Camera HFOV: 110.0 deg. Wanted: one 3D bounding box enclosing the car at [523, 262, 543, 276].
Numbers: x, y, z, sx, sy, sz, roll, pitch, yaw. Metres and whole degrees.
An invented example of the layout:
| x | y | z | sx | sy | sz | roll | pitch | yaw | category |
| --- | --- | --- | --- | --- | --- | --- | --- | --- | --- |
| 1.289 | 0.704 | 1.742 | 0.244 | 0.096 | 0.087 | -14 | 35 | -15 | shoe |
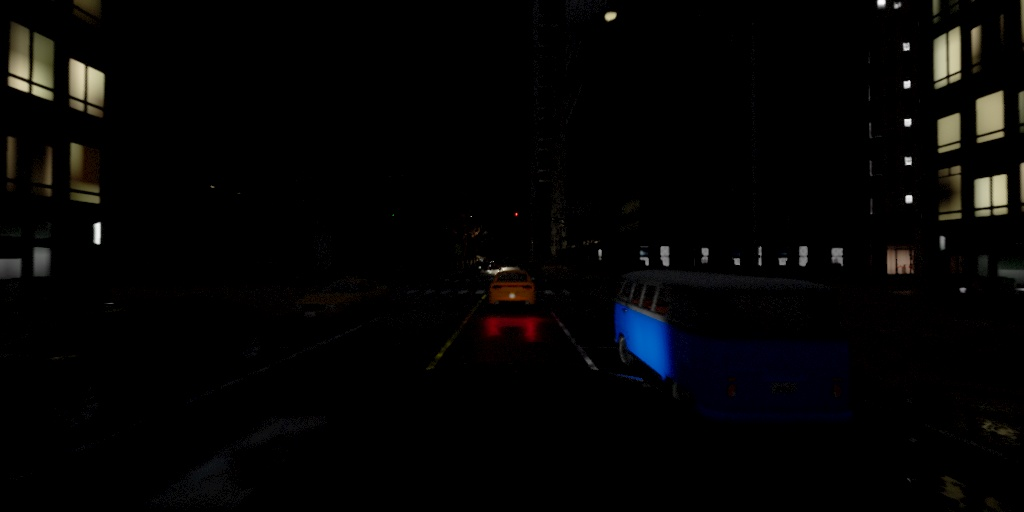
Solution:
| x | y | z | sx | sy | sz | roll | pitch | yaw | category |
| --- | --- | --- | --- | --- | --- | --- | --- | --- | --- |
| 2.678 | 1.635 | 43.629 | 1.967 | 1.591 | 4.097 | 0 | 0 | 0 | car |

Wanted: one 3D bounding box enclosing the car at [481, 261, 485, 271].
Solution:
| x | y | z | sx | sy | sz | roll | pitch | yaw | category |
| --- | --- | --- | --- | --- | --- | --- | --- | --- | --- |
| -5.707 | 1.865 | 54.986 | 2.007 | 1.370 | 4.403 | 0 | 0 | 0 | car |

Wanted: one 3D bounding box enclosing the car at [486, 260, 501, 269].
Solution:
| x | y | z | sx | sy | sz | roll | pitch | yaw | category |
| --- | --- | --- | --- | --- | --- | --- | --- | --- | --- |
| -3.058 | 1.772 | 65.032 | 2.097 | 1.767 | 4.553 | 0 | -1 | 1 | car |

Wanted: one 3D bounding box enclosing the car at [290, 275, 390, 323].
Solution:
| x | y | z | sx | sy | sz | roll | pitch | yaw | category |
| --- | --- | --- | --- | --- | --- | --- | --- | --- | --- |
| -5.822 | 1.394 | 12.735 | 1.751 | 1.417 | 4.829 | 0 | 0 | 0 | car |

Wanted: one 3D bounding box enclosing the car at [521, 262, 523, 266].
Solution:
| x | y | z | sx | sy | sz | roll | pitch | yaw | category |
| --- | --- | --- | --- | --- | --- | --- | --- | --- | --- |
| 2.676 | 1.821 | 49.309 | 1.948 | 1.339 | 4.313 | 0 | 0 | 0 | car |

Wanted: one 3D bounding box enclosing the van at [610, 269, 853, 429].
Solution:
| x | y | z | sx | sy | sz | roll | pitch | yaw | category |
| --- | --- | --- | --- | --- | --- | --- | --- | --- | --- |
| 2.772 | 1.131 | 5.505 | 1.690 | 1.789 | 3.998 | 0 | 0 | 0 | van |

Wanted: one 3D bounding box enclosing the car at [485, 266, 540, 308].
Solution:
| x | y | z | sx | sy | sz | roll | pitch | yaw | category |
| --- | --- | --- | --- | --- | --- | --- | --- | --- | --- |
| 0.026 | 1.380 | 16.049 | 1.882 | 1.535 | 5.008 | 0 | 0 | 0 | car |

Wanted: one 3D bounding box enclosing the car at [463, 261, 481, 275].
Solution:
| x | y | z | sx | sy | sz | roll | pitch | yaw | category |
| --- | --- | --- | --- | --- | --- | --- | --- | --- | --- |
| -5.705 | 1.800 | 49.303 | 1.888 | 1.381 | 4.507 | 0 | 0 | 0 | car |

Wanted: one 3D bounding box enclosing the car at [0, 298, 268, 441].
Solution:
| x | y | z | sx | sy | sz | roll | pitch | yaw | category |
| --- | --- | --- | --- | --- | --- | --- | --- | --- | --- |
| -5.771 | 1.356 | 5.501 | 1.948 | 1.339 | 4.313 | 0 | 0 | 0 | car |
